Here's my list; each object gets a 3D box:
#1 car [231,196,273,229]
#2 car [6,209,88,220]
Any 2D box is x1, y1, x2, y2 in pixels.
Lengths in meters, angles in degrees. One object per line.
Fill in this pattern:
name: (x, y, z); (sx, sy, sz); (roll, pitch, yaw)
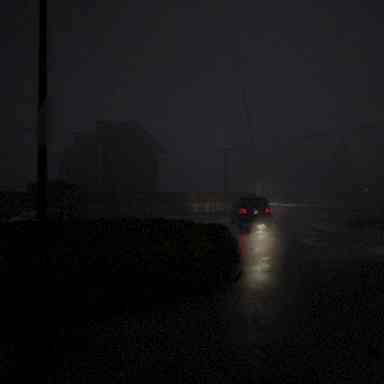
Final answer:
car: (3.982, 1.297, 22.460); (2.150, 2.045, 5.566); (-1, 0, 3)
car: (-6.436, 1.544, 16.039); (4.674, 1.442, 1.812); (0, 0, -35)
